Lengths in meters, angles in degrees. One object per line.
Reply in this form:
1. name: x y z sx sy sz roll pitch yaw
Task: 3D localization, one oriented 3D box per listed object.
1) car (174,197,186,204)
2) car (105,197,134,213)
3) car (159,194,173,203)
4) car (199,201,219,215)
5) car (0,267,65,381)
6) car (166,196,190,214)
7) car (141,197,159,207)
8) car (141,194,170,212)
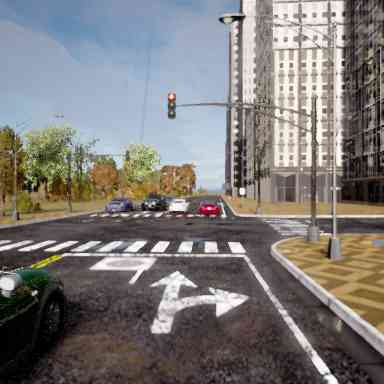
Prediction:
1. car: -2.346 1.601 65.859 1.895 1.301 4.718 0 0 5
2. car: -7.969 1.344 36.826 2.097 1.767 4.553 0 0 5
3. car: -5.363 1.354 68.632 2.097 1.767 4.553 0 0 5
4. car: 1.793 1.559 33.898 1.994 1.385 4.181 0 0 4
5. car: -3.073 1.352 3.428 2.097 1.767 4.553 0 0 1
6. car: -1.325 1.521 35.810 1.812 1.442 4.674 0 0 4
7. car: -6.692 1.558 52.883 1.994 1.385 4.181 0 0 5
8. car: -4.474 1.214 39.790 2.150 2.045 5.566 0 0 5
